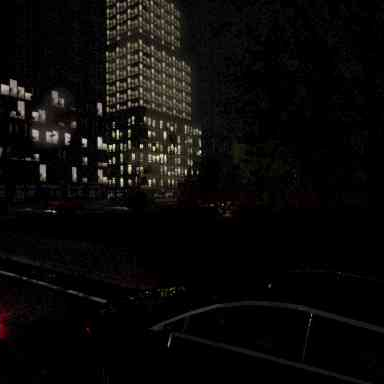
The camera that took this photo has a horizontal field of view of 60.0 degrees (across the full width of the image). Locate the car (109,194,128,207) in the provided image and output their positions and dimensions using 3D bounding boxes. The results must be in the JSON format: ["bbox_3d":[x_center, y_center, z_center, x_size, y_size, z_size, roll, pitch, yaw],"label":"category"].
[{"bbox_3d":[-10.919,1.338,54.683,2.150,2.045,5.566,-1,-1,38],"label":"car"}]

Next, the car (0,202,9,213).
[{"bbox_3d":[-21.656,1.609,35.032,1.994,1.385,4.181,-1,-1,37],"label":"car"}]

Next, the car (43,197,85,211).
[{"bbox_3d":[-16.058,1.409,42.474,2.097,1.767,4.553,-1,-1,37],"label":"car"}]

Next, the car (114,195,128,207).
[{"bbox_3d":[-9.216,1.595,51.543,1.812,1.442,4.674,-1,-1,37],"label":"car"}]

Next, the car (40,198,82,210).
[{"bbox_3d":[-17.834,1.582,45.516,1.882,1.535,5.008,-1,-1,37],"label":"car"}]

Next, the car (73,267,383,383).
[{"bbox_3d":[0.922,1.492,3.029,4.902,1.511,2.128,0,0,35],"label":"car"}]
